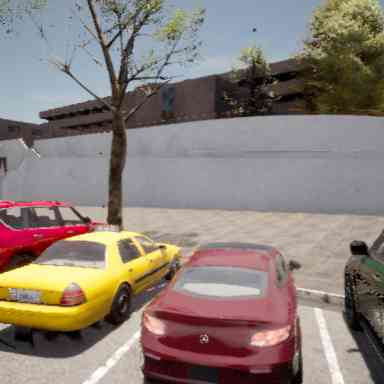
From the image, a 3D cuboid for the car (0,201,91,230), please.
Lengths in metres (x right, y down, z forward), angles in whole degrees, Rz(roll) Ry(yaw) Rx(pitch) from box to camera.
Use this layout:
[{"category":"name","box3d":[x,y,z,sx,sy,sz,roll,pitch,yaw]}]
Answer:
[{"category":"car","box3d":[-4.182,1.240,8.787,2.435,2.045,5.566,0,-1,15]}]

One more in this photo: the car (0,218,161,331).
[{"category":"car","box3d":[-1.689,1.489,7.203,1.946,1.575,5.366,0,-1,15]}]

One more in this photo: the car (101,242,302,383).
[{"category":"car","box3d":[0.709,1.528,5.282,2.002,1.452,4.674,0,-1,15]}]

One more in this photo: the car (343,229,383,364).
[{"category":"car","box3d":[3.171,1.236,3.573,2.435,2.045,5.566,0,-1,15]}]
